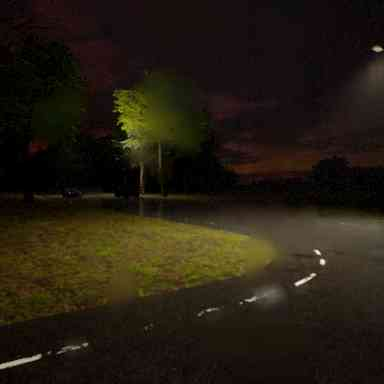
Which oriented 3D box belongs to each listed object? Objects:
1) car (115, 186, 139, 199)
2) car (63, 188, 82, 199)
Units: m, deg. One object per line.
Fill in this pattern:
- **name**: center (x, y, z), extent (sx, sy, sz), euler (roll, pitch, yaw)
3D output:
- **car**: center (-10.368, 0.008, 52.839), extent (2.150, 2.045, 5.566), euler (-1, 2, -36)
- **car**: center (-19.136, 0.114, 53.203), extent (2.097, 1.767, 4.553), euler (-1, 2, -34)
